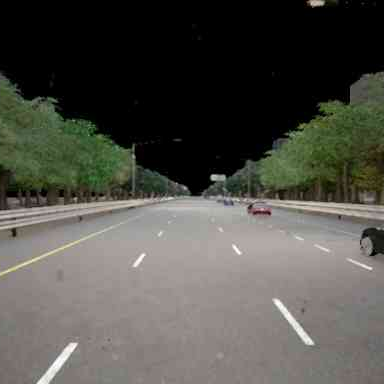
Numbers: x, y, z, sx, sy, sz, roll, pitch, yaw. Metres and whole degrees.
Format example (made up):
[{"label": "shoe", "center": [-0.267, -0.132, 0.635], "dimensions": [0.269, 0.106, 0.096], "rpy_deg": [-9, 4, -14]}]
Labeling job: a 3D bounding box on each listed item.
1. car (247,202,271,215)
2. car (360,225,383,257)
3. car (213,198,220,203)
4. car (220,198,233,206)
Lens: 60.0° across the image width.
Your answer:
[{"label": "car", "center": [7.053, 1.730, 35.411], "dimensions": [1.994, 1.385, 4.181], "rpy_deg": [0, -1, 0]}, {"label": "car", "center": [7.001, 1.505, 10.125], "dimensions": [2.128, 1.511, 4.902], "rpy_deg": [0, 0, 0]}, {"label": "car", "center": [7.381, 2.325, 87.864], "dimensions": [1.895, 1.301, 4.718], "rpy_deg": [0, -1, 1]}, {"label": "car", "center": [7.212, 2.019, 66.763], "dimensions": [1.812, 1.442, 4.674], "rpy_deg": [0, -1, 0]}]
